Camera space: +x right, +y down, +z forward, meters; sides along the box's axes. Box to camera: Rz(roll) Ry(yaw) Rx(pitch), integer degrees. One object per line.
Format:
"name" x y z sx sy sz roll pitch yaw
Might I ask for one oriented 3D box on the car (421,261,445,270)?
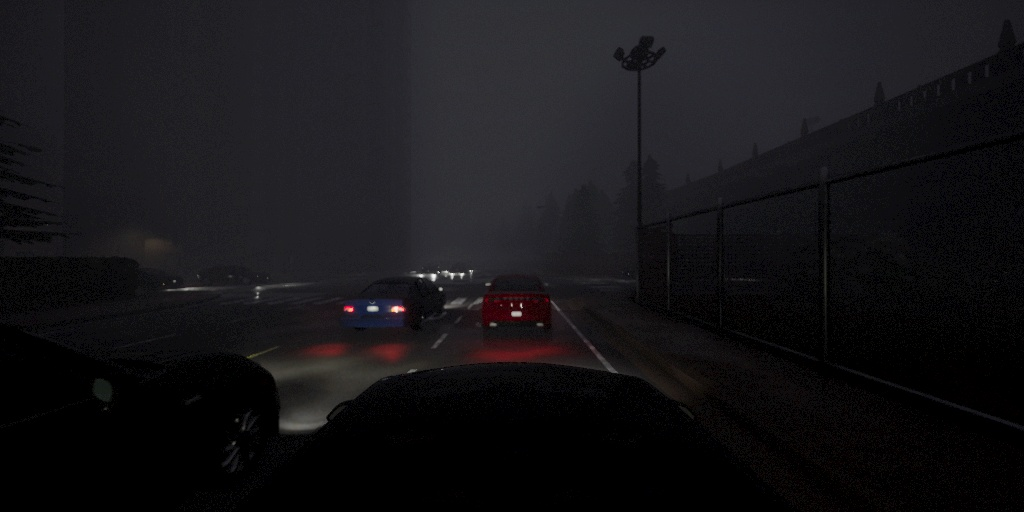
"car" -10.469 1.588 47.052 1.895 1.301 4.718 0 0 0

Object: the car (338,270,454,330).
"car" -3.384 1.347 11.238 2.033 1.411 5.357 0 0 0

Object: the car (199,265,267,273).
"car" -20.880 1.442 27.074 4.892 1.490 1.837 0 0 0

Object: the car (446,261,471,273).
"car" -6.981 1.553 47.416 1.994 1.385 4.181 0 0 0

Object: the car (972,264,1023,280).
"car" 46.620 1.482 33.771 4.892 1.490 1.837 1 0 3

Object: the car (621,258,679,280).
"car" 13.309 1.198 34.122 5.566 2.045 2.150 0 0 0

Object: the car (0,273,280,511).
"car" -3.400 1.104 1.761 2.097 1.767 4.553 0 0 0

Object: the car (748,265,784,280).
"car" 24.883 1.539 34.062 4.181 1.385 1.994 0 0 0

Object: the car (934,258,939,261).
"car" 33.277 1.179 30.523 5.566 2.045 2.150 0 0 0

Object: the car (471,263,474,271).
"car" -7.256 1.568 57.634 1.812 1.442 4.674 0 0 -4

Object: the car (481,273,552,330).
"car" 0.149 1.278 11.338 1.882 1.535 5.008 0 0 1

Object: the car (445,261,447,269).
"car" -10.643 1.526 56.442 2.128 1.511 4.902 0 0 -3

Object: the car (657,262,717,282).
"car" 15.389 1.462 30.610 4.892 1.490 1.837 0 0 0

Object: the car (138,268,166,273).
"car" -24.182 1.483 23.590 4.181 1.385 1.994 0 0 0
